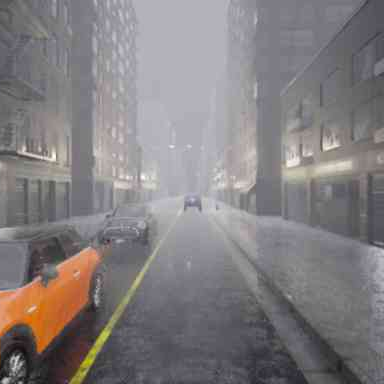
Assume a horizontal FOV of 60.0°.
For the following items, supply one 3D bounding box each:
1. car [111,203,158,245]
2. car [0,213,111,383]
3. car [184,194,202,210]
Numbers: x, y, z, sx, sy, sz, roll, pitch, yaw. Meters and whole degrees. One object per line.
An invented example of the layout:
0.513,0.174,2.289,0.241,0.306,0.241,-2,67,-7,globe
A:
-2.826,1.366,15.498,2.097,1.767,4.553,0,0,0,car
-2.814,1.356,4.722,2.097,1.767,4.553,0,0,0,car
0.095,1.263,43.268,2.150,2.045,5.566,0,0,0,car
